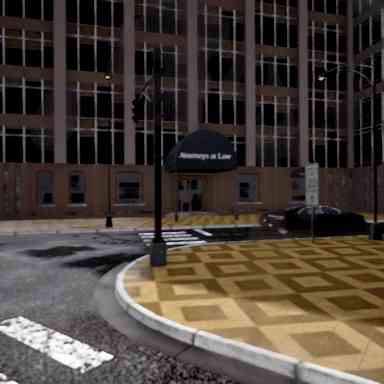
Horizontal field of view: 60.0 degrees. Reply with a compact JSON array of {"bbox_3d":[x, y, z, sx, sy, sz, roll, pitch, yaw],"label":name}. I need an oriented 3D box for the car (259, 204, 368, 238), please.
[{"bbox_3d":[5.984,1.309,15.959,4.902,1.511,2.128,0,0,-14],"label":"car"}]

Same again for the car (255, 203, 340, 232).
[{"bbox_3d":[5.943,1.390,18.886,4.181,1.385,1.994,0,0,-14],"label":"car"}]
